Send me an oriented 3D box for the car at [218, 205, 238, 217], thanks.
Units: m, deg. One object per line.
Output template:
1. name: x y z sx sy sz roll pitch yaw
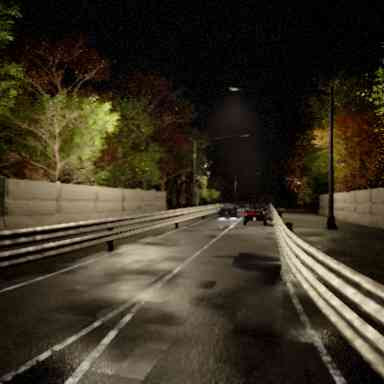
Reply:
1. car: 4.257 2.195 38.847 1.994 1.385 4.181 0 -1 13

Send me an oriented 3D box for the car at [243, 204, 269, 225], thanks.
1. car: 5.480 1.984 28.657 1.837 1.490 4.892 0 -2 13
